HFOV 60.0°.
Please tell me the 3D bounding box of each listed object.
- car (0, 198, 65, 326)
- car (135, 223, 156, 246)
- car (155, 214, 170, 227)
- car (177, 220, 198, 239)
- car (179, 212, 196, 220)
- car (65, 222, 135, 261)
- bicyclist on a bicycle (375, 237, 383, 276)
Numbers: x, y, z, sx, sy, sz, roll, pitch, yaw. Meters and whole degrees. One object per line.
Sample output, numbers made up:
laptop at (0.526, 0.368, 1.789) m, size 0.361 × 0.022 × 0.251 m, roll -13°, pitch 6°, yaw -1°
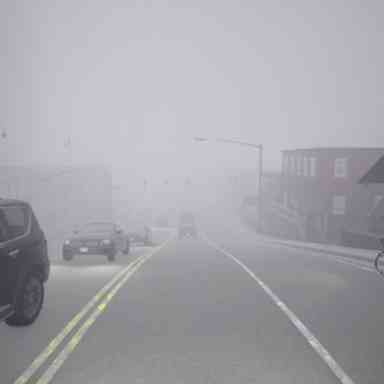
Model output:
car at (-3.641, 1.151, 3.880) m, size 2.150 × 2.045 × 5.566 m, roll 0°, pitch 1°, yaw -1°
car at (-3.932, 3.092, 24.083) m, size 1.812 × 1.442 × 4.674 m, roll 0°, pitch -6°, yaw -1°
car at (-4.205, 4.099, 47.994) m, size 1.837 × 1.490 × 4.892 m, roll 0°, pitch 3°, yaw -1°
car at (-0.446, 4.022, 34.827) m, size 1.837 × 1.490 × 4.892 m, roll 0°, pitch -3°, yaw 0°
car at (-0.659, 3.792, 47.232) m, size 2.150 × 2.045 × 5.566 m, roll 0°, pitch 2°, yaw 0°
car at (-3.791, 1.991, 13.921) m, size 1.812 × 1.442 × 4.674 m, roll 0°, pitch -6°, yaw -1°
bicyclist on a bicycle at (5.535, 1.345, 8.750) m, size 1.656 × 1.620 × 0.582 m, roll -9°, pitch -3°, yaw -1°
